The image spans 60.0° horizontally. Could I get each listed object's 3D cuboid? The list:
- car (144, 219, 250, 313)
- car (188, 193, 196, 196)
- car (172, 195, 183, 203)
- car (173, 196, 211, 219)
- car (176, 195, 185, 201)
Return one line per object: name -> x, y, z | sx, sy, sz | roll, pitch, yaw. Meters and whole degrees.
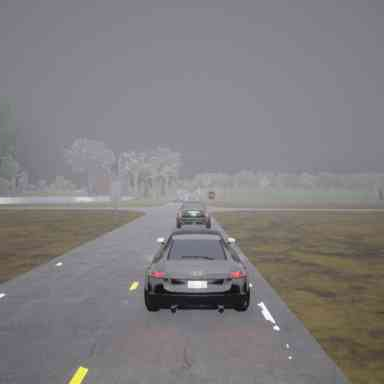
car -> 0.098, 1.566, 7.740 | 1.994, 1.385, 4.181 | 0, 0, 0
car -> -0.024, 1.466, 90.373 | 1.994, 1.385, 4.181 | 0, 0, 0
car -> -2.795, 1.314, 66.162 | 2.097, 1.767, 4.553 | 0, 0, 0
car -> 0.095, 1.354, 22.004 | 2.097, 1.767, 4.553 | 0, 0, 0
car -> -2.771, 1.493, 80.809 | 1.994, 1.385, 4.181 | 0, 0, 0
